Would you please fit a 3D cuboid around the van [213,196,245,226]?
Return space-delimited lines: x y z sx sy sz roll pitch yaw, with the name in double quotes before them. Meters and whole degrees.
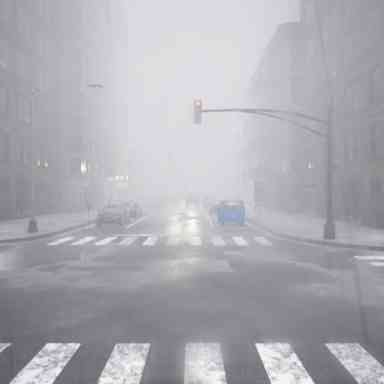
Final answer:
"van" 2.642 1.337 23.146 1.690 1.788 3.998 0 0 0

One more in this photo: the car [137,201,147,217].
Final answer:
"car" -5.381 1.539 28.821 1.887 1.381 4.507 0 0 0

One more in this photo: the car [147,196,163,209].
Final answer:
"car" -5.377 1.513 45.697 1.752 1.417 4.829 0 0 0

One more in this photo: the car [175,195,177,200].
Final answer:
"car" -5.369 1.398 79.958 1.967 1.590 4.097 0 0 0

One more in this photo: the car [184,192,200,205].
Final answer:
"car" 0.117 1.200 56.463 2.150 2.045 5.566 0 0 0

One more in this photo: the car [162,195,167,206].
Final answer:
"car" -5.375 1.549 51.549 1.947 1.339 4.313 0 0 0

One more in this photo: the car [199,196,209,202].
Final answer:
"car" 2.655 1.514 74.278 2.008 1.369 4.403 0 0 0

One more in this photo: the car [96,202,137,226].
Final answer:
"car" -5.383 1.546 23.139 2.008 1.369 4.403 0 0 0

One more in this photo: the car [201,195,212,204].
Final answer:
"car" 2.652 1.413 62.915 1.967 1.590 4.097 0 0 0

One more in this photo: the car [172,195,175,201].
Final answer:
"car" -5.371 1.283 68.594 2.192 1.841 5.009 0 0 0

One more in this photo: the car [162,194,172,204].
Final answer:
"car" -5.373 1.539 62.912 1.947 1.339 4.313 0 0 0

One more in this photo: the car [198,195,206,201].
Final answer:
"car" 2.658 1.519 85.640 1.947 1.339 4.313 0 0 0

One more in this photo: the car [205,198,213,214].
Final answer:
"car" 2.645 1.575 34.508 1.802 1.307 4.206 0 0 0

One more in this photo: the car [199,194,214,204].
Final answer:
"car" 2.650 1.298 51.553 2.192 1.841 5.009 0 0 0

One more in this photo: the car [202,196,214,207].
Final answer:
"car" 2.648 1.570 45.871 1.802 1.307 4.206 0 0 0
